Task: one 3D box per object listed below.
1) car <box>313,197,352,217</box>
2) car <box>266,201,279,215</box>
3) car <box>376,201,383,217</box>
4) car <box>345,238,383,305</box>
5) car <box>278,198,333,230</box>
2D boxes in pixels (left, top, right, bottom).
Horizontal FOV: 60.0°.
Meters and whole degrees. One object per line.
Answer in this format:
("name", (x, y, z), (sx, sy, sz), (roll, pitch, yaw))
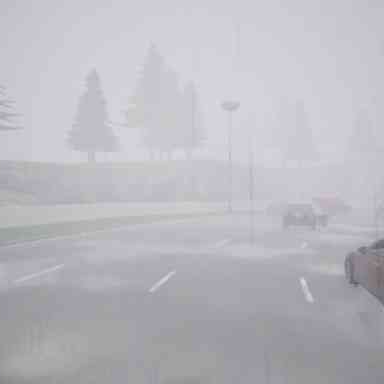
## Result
("car", (14.439, 1.516, 34.648), (5.566, 2.045, 2.150), (1, 0, -38))
("car", (9.902, 1.741, 35.633), (4.902, 1.511, 2.128), (1, 0, -42))
("car", (21.574, 1.725, 35.150), (4.553, 1.767, 2.097), (1, 0, -31))
("car", (4.538, 1.602, 6.673), (1.812, 1.442, 4.674), (0, 0, 11))
("car", (7.829, 1.527, 22.631), (2.097, 1.767, 4.553), (1, 0, 34))
